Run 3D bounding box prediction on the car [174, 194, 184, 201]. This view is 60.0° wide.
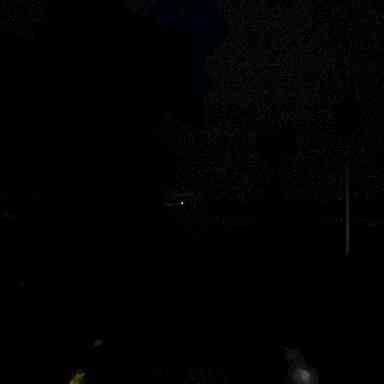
[{"bbox_3d":[-2.721,1.183,69.064,1.895,1.301,4.718,0,0,0],"label":"car"}]

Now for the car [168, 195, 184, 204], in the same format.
[{"bbox_3d":[-2.771,1.258,54.163,1.994,1.385,4.181,0,0,0],"label":"car"}]
